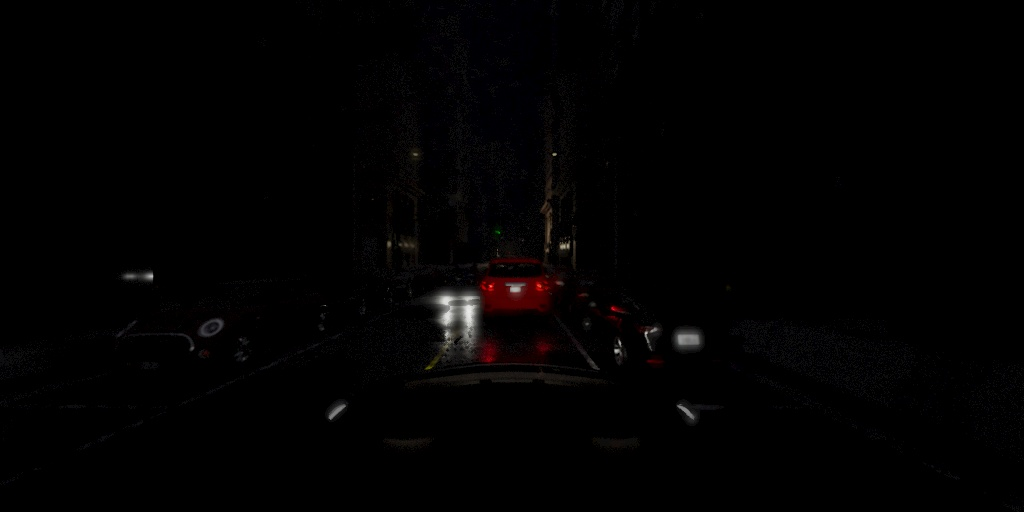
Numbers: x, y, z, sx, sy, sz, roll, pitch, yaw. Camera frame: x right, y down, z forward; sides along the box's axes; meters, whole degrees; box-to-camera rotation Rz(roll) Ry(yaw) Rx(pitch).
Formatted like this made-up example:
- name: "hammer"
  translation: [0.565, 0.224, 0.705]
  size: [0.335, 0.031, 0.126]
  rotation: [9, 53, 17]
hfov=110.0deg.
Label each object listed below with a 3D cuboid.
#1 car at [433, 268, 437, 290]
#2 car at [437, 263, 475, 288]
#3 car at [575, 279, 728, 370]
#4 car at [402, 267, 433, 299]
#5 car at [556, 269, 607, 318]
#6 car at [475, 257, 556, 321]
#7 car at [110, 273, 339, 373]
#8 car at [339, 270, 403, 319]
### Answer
- name: "car"
  translation: [-5.722, 1.452, 24.203]
  size: [1.888, 1.381, 4.507]
  rotation: [0, 0, 0]
- name: "car"
  translation: [-2.963, 1.097, 21.825]
  size: [1.994, 1.385, 4.181]
  rotation: [0, 0, 0]
- name: "car"
  translation: [2.772, 1.357, 7.672]
  size: [1.948, 1.339, 4.313]
  rotation: [0, 0, 0]
- name: "car"
  translation: [-5.732, 1.419, 18.698]
  size: [2.007, 1.370, 4.403]
  rotation: [0, 0, 0]
- name: "car"
  translation: [2.783, 1.375, 13.176]
  size: [1.888, 1.381, 4.507]
  rotation: [0, 0, 0]
- name: "car"
  translation: [0.124, 1.052, 12.930]
  size: [2.150, 2.045, 5.566]
  rotation: [0, 0, 0]
- name: "car"
  translation: [-5.753, 1.231, 7.688]
  size: [1.967, 1.591, 4.097]
  rotation: [0, 0, 0]
- name: "car"
  translation: [-5.743, 1.395, 13.193]
  size: [1.948, 1.339, 4.313]
  rotation: [0, 0, 0]
